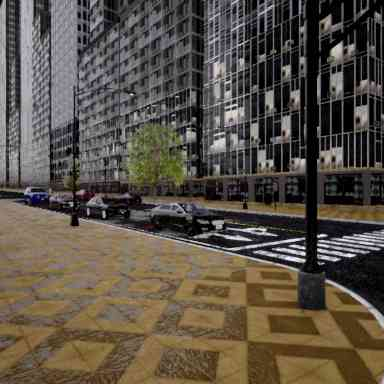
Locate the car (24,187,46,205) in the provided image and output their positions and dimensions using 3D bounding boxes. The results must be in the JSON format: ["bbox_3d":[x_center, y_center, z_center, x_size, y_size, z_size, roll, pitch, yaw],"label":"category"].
[{"bbox_3d":[-18.895,0.433,40.549,2.150,2.045,5.566,0,1,-38],"label":"car"}]

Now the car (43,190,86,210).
[{"bbox_3d":[-12.378,0.899,32.143,2.128,1.511,4.902,0,1,-38],"label":"car"}]

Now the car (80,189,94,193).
[{"bbox_3d":[-17.769,0.352,55.185,2.097,1.767,4.553,0,1,-39],"label":"car"}]

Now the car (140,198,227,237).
[{"bbox_3d":[-0.301,1.257,16.751,2.128,1.511,4.902,0,1,-38],"label":"car"}]

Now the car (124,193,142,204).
[{"bbox_3d":[-8.103,0.816,42.808,1.812,1.442,4.674,0,1,-39],"label":"car"}]

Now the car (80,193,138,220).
[{"bbox_3d":[-6.143,1.097,24.184,1.837,1.490,4.892,0,1,-38],"label":"car"}]
